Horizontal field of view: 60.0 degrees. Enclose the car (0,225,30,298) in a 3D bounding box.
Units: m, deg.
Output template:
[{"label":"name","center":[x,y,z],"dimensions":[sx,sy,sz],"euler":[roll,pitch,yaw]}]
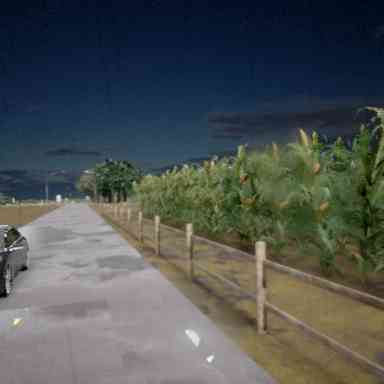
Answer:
[{"label":"car","center":[-5.506,1.678,8.702],"dimensions":[1.837,1.490,4.892],"euler":[-1,0,-19]}]
